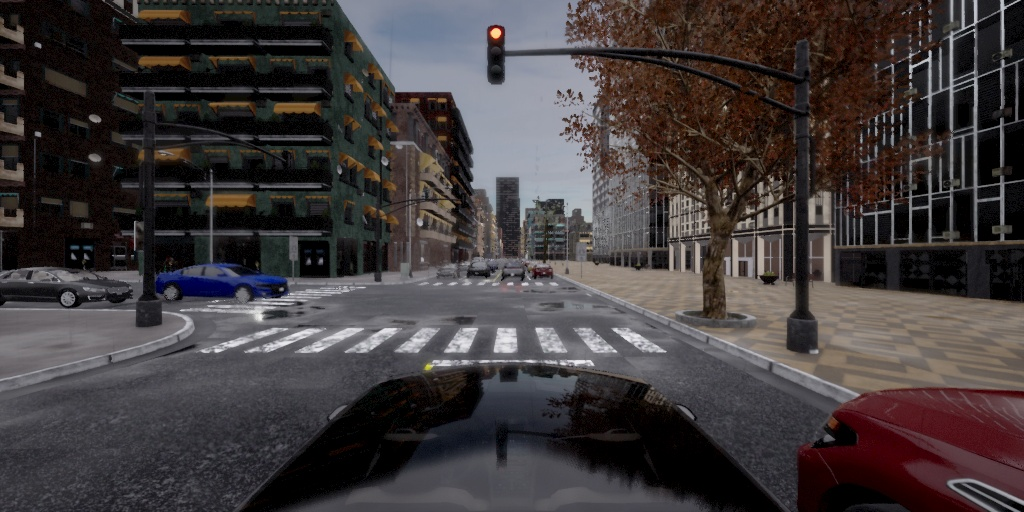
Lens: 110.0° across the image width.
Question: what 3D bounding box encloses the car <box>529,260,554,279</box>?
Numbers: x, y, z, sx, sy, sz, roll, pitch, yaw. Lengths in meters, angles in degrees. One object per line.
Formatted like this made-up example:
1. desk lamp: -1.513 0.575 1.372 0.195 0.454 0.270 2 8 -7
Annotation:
1. car: 2.725 1.307 32.365 1.888 1.381 4.507 0 0 0

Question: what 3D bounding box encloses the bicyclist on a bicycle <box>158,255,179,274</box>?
1. bicyclist on a bicycle: -23.144 0.761 24.238 0.582 1.620 1.656 1 0 -1

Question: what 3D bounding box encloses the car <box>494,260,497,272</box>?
1. car: -3.035 1.374 43.683 1.895 1.301 4.718 0 0 0

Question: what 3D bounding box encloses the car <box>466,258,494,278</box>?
1. car: -3.059 1.241 33.660 1.882 1.535 5.008 0 0 0

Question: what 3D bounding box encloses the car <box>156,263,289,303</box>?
1. car: -12.195 1.089 15.267 5.008 1.535 1.882 1 0 4

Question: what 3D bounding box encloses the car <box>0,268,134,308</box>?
1. car: -16.422 1.092 12.970 4.403 1.370 2.007 0 0 -1

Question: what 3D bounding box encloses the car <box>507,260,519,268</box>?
1. car: 0.167 1.398 63.007 1.895 1.301 4.718 0 0 0

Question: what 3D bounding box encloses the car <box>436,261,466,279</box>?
1. car: -5.655 1.313 32.375 2.007 1.370 4.403 0 0 0

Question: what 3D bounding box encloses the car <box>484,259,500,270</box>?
1. car: -3.013 1.277 54.033 2.128 1.511 4.902 0 0 0

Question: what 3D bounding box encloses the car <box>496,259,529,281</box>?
1. car: 0.105 1.253 30.467 2.128 1.511 4.902 0 0 2
